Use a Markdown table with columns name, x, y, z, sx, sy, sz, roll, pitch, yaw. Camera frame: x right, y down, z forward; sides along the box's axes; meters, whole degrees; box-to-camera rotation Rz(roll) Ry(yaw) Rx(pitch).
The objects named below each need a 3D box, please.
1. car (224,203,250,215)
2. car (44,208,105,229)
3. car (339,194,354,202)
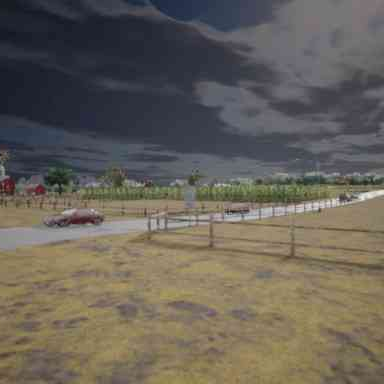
| name | x | y | z | sx | sy | sz | roll | pitch | yaw |
| --- | --- | --- | --- | --- | --- | --- | --- | --- | --- |
| car | 6.151 | 2.259 | 45.716 | 1.882 | 1.535 | 5.008 | -2 | -1 | 36 |
| car | -8.787 | 1.926 | 25.226 | 1.812 | 1.442 | 4.674 | -1 | -2 | 37 |
| car | 39.151 | 1.437 | 85.117 | 2.150 | 2.045 | 5.566 | -2 | 0 | 36 |
